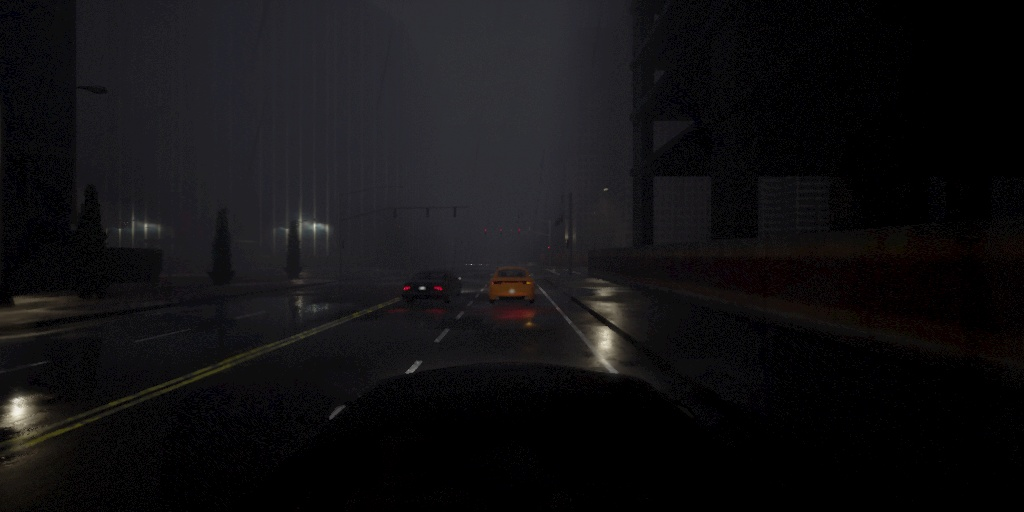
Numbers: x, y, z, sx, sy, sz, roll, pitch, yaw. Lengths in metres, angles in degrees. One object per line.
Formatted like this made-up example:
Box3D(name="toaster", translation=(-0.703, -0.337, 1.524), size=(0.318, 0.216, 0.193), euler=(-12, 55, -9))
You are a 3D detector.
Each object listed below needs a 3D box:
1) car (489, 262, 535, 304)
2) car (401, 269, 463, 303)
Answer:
Box3D(name="car", translation=(0.000, 1.233, 16.500), size=(1.882, 1.535, 5.008), euler=(0, 0, 0))
Box3D(name="car", translation=(-3.500, 1.311, 16.500), size=(2.033, 1.411, 5.357), euler=(0, 0, 0))
